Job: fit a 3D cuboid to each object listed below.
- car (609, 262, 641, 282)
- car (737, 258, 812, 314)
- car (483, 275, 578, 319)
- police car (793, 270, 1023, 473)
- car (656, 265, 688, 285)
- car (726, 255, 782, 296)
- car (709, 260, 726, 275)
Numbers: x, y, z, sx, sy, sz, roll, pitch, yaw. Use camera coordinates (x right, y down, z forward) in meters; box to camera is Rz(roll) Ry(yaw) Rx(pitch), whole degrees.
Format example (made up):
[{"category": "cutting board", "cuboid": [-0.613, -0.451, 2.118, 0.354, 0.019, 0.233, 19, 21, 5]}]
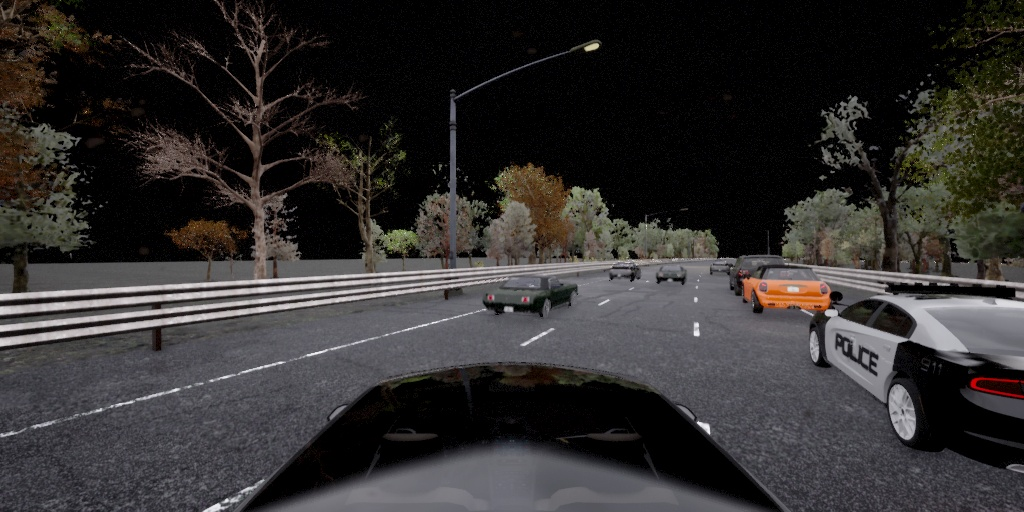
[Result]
[{"category": "car", "cuboid": [9.166, 1.247, 28.861, 2.128, 1.511, 4.902, 0, 0, 28]}, {"category": "car", "cuboid": [10.035, 1.101, 13.446, 2.097, 1.767, 4.553, 0, 0, 27]}, {"category": "car", "cuboid": [0.910, 1.350, 13.014, 1.895, 1.301, 4.718, 0, 0, 27]}, {"category": "police car", "cuboid": [5.644, 1.174, 4.758, 1.930, 1.638, 5.238, 0, 0, 26]}, {"category": "car", "cuboid": [11.932, 1.356, 26.623, 1.895, 1.301, 4.718, 0, 0, 28]}, {"category": "car", "cuboid": [12.789, 0.977, 18.759, 2.150, 2.045, 5.566, 0, 0, 28]}, {"category": "car", "cuboid": [22.479, 1.258, 38.776, 2.128, 1.511, 4.902, 0, 0, 30]}]
